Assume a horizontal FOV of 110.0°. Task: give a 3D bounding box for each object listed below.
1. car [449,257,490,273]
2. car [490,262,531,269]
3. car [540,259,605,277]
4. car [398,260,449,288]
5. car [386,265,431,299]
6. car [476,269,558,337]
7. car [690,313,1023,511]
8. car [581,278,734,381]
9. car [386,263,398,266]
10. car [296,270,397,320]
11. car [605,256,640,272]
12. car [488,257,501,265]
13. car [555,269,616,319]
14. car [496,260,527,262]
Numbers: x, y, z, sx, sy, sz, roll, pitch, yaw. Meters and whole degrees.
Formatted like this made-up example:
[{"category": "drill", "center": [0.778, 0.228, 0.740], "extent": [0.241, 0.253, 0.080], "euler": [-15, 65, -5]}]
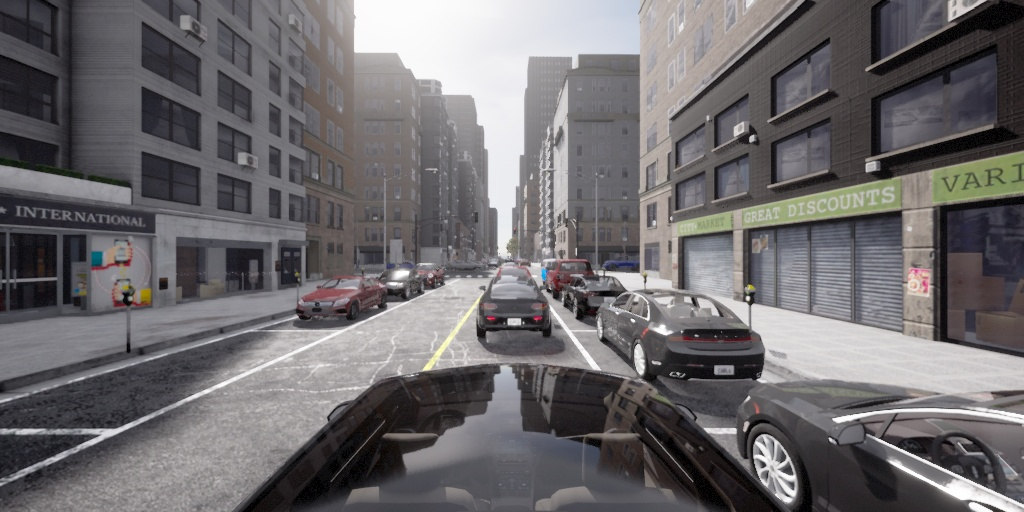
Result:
[{"category": "car", "center": [-5.537, 1.256, 43.560], "extent": [4.902, 1.511, 2.128], "euler": [0, 0, 0]}, {"category": "car", "center": [0.081, 1.232, 17.585], "extent": [1.882, 1.535, 5.008], "euler": [0, 0, 0]}, {"category": "car", "center": [2.842, 1.069, 18.054], "extent": [2.192, 1.841, 5.009], "euler": [0, 0, 0]}, {"category": "car", "center": [-5.690, 1.196, 23.563], "extent": [1.967, 1.591, 4.097], "euler": [0, 0, 0]}, {"category": "car", "center": [-5.684, 1.320, 18.038], "extent": [1.948, 1.339, 4.313], "euler": [0, 0, 0]}, {"category": "car", "center": [0.028, 1.278, 10.164], "extent": [1.812, 1.442, 4.674], "euler": [0, 0, -1]}, {"category": "car", "center": [2.859, 1.300, 1.483], "extent": [2.007, 1.370, 4.403], "euler": [0, 0, 0]}, {"category": "car", "center": [2.853, 1.302, 7.006], "extent": [2.007, 1.370, 4.403], "euler": [0, 0, 0]}, {"category": "car", "center": [-11.627, 1.243, 40.268], "extent": [5.008, 1.535, 1.882], "euler": [0, 0, 0]}, {"category": "car", "center": [-5.679, 1.335, 12.513], "extent": [1.802, 1.307, 4.207], "euler": [0, 0, 0]}, {"category": "car", "center": [14.783, 0.973, 47.124], "extent": [5.566, 2.045, 2.150], "euler": [0, 0, 1]}, {"category": "car", "center": [-3.301, 1.335, 62.091], "extent": [2.033, 1.411, 5.357], "euler": [0, 0, -1]}, {"category": "car", "center": [2.847, 1.319, 12.530], "extent": [1.948, 1.339, 4.313], "euler": [0, 0, 0]}, {"category": "car", "center": [0.036, 1.262, 27.758], "extent": [1.837, 1.490, 4.892], "euler": [0, 0, 2]}]
